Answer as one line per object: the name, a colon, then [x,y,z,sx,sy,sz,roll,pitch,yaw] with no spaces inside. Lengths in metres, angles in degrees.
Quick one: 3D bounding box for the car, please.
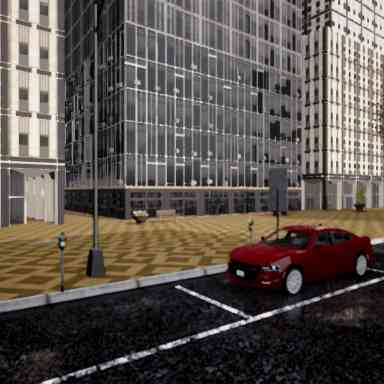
car: [2.890,1.540,8.624,4.507,1.381,1.887,0,0,-36]
